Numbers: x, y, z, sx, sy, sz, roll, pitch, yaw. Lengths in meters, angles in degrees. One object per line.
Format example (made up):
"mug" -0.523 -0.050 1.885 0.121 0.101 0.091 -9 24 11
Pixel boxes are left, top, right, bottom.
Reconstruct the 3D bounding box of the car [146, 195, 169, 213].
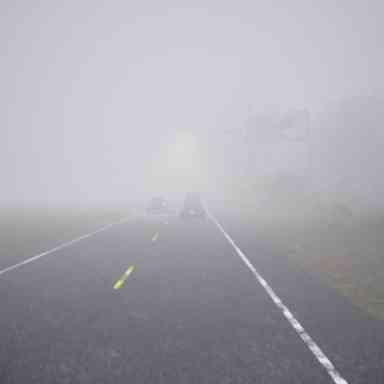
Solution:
"car" -3.559 1.221 34.845 2.097 1.767 4.553 0 0 0

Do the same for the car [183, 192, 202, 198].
"car" 0.058 1.061 42.671 2.150 2.045 5.566 0 0 1

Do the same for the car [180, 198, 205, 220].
"car" 0.045 1.463 26.894 1.994 1.385 4.181 0 0 0
